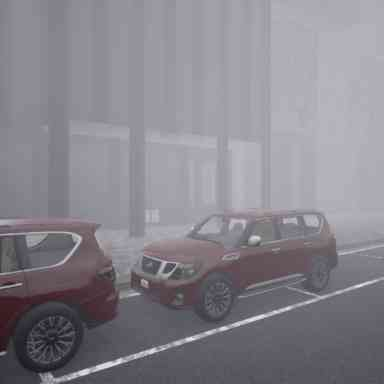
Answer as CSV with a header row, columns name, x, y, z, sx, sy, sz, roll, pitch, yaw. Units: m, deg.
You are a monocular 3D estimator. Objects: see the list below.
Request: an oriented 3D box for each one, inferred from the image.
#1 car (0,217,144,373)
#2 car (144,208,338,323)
name,x,y,z,sx,sy,sz,roll,pitch,yaw
car,-3.388,1.315,4.114,5.009,1.841,2.192,0,0,-35
car,1.204,1.314,7.389,5.009,1.841,2.192,0,0,-35
